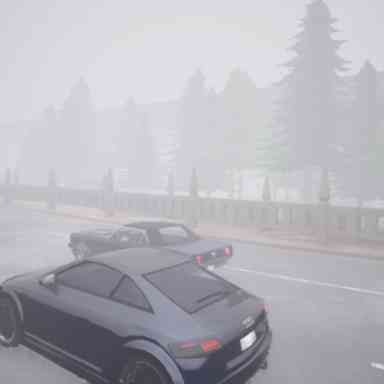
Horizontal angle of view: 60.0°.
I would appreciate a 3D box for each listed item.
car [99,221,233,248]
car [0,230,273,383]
[{"bbox_3d":[-1.344,1.475,9.249,4.718,1.301,1.895,2,1,35],"label":"car"},{"bbox_3d":[-1.023,1.515,4.722,4.181,1.385,1.994,1,1,35],"label":"car"}]
